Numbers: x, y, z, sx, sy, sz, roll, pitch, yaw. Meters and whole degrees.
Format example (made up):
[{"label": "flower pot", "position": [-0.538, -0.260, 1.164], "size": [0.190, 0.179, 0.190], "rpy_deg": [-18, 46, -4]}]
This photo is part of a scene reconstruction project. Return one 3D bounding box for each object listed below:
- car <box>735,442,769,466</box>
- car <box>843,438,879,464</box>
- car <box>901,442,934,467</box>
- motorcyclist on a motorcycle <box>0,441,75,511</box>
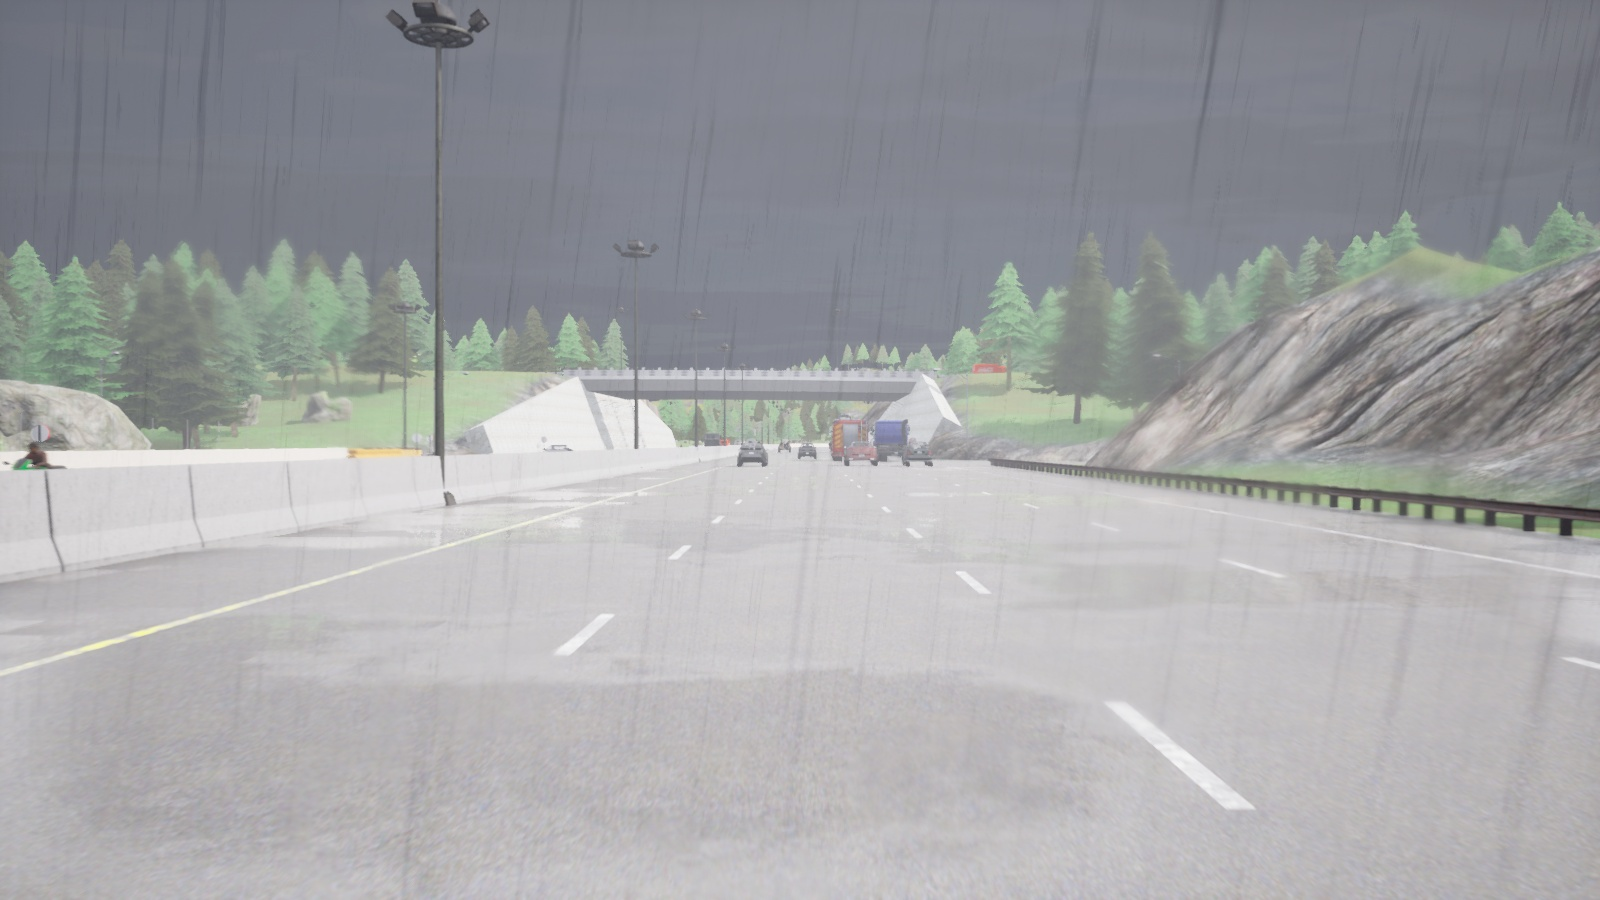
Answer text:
[{"label": "car", "position": [-3.028, 0.238, 80.411], "size": [2.007, 1.525, 4.514], "rpy_deg": [0, 0, 0]}, {"label": "car", "position": [3.984, 0.061, 82.888], "size": [2.152, 1.651, 5.027], "rpy_deg": [0, 0, 1]}, {"label": "car", "position": [7.473, 0.272, 80.418], "size": [1.789, 1.549, 3.705], "rpy_deg": [0, 0, 0]}, {"label": "motorcyclist on a motorcycle", "position": [-17.324, 0.555, 28.277], "size": [0.797, 1.523, 2.044], "rpy_deg": [0, 0, 0]}]
